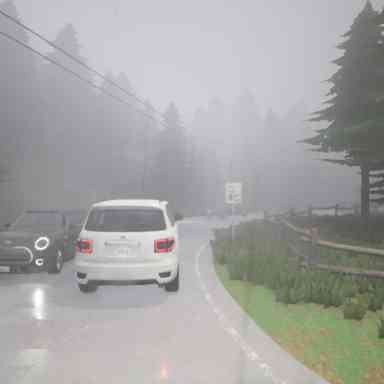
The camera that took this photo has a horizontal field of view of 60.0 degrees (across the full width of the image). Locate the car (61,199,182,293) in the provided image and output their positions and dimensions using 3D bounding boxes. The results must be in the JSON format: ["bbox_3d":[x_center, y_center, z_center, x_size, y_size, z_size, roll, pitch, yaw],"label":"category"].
[{"bbox_3d":[-1.435,1.200,9.002,2.150,2.045,5.566,0,0,-3],"label":"car"}]

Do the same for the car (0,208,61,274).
[{"bbox_3d":[-4.536,1.319,10.483,2.097,1.767,4.553,0,0,4],"label":"car"}]

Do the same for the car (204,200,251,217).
[{"bbox_3d":[3.087,1.432,28.633,4.902,1.511,2.128,0,0,-44],"label":"car"}]

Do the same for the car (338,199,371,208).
[{"bbox_3d":[17.895,1.452,35.982,4.902,1.511,2.128,0,0,-32],"label":"car"}]
